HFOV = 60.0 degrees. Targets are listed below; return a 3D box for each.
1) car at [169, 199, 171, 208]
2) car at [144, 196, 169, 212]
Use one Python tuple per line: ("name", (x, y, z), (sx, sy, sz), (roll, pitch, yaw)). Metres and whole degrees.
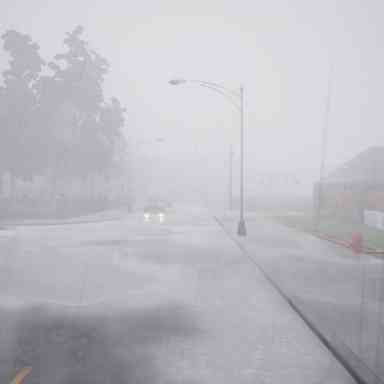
("car", (-4.175, 1.351, 48.151), (2.097, 1.767, 4.553), (0, 0, 0))
("car", (-4.175, 1.351, 37.899), (2.097, 1.767, 4.553), (0, 0, 0))
